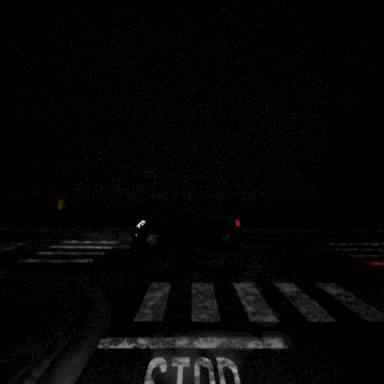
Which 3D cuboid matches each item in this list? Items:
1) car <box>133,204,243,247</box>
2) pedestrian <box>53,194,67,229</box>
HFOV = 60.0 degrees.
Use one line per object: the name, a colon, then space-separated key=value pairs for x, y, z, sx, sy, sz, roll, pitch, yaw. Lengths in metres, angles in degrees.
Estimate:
car: x=-0.181 y=1.296 z=14.252 sx=4.553 sy=1.767 sz=2.097 roll=0 pitch=1 yaw=0
pedestrian: x=-6.866 y=0.970 z=17.147 sx=0.375 sy=1.860 sz=0.375 roll=0 pitch=1 yaw=0
